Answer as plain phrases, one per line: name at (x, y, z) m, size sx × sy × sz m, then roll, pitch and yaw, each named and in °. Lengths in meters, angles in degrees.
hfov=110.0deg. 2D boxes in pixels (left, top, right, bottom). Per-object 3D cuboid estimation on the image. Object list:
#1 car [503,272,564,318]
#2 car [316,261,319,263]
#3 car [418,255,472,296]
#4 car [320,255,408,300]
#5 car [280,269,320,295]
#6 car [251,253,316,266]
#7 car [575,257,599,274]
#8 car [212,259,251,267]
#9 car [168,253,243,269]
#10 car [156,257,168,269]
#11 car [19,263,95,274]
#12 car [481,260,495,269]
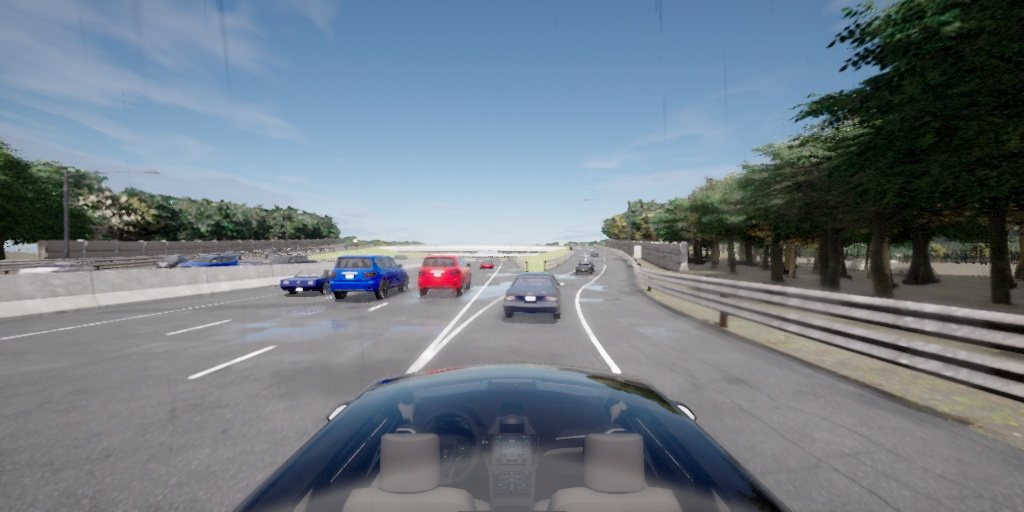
car at (0.890, 1.301, 13.033) m, size 2.033 × 1.411 × 5.357 m, roll 0°, pitch 0°, yaw 8°
car at (-24.777, 1.200, 49.528) m, size 1.882 × 1.535 × 5.008 m, roll 0°, pitch 0°, yaw 0°
car at (-3.529, 0.979, 19.605) m, size 2.150 × 2.045 × 5.566 m, roll 0°, pitch 0°, yaw 0°
car at (-6.927, 0.974, 17.951) m, size 2.150 × 2.045 × 5.566 m, roll 0°, pitch 0°, yaw 0°
car at (-10.431, 1.352, 19.789) m, size 1.895 × 1.301 × 4.718 m, roll 0°, pitch 0°, yaw 0°
car at (-21.188, 0.972, 33.609) m, size 2.150 × 2.045 × 5.566 m, roll 0°, pitch 0°, yaw 0°
car at (8.211, 1.186, 39.998) m, size 2.128 × 1.511 × 4.902 m, roll 0°, pitch 1°, yaw 17°
car at (-24.688, 1.296, 33.635) m, size 2.033 × 1.411 × 5.357 m, roll 0°, pitch 0°, yaw 0°
car at (-28.185, 0.968, 33.490) m, size 2.150 × 2.045 × 5.566 m, roll 0°, pitch 0°, yaw 0°
car at (-42.648, 0.768, 45.290) m, size 1.812 × 1.442 × 4.674 m, roll 0°, pitch 2°, yaw -18°
car at (-37.072, 1.209, 29.335) m, size 1.895 × 1.301 × 4.718 m, roll 0°, pitch 1°, yaw -21°
car at (-3.761, 1.263, 55.239) m, size 1.994 × 1.385 × 4.181 m, roll 0°, pitch 0°, yaw -1°
